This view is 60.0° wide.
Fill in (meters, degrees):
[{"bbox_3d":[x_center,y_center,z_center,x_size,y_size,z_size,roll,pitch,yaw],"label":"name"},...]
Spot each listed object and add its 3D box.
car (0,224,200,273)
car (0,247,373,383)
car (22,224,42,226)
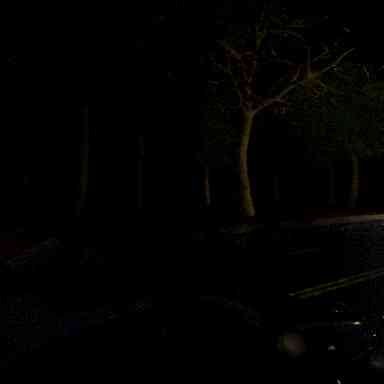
[{"bbox_3d":[-2.091,1.476,6.184,5.008,1.535,1.882,0,0,-35],"label":"car"},{"bbox_3d":[-0.497,1.546,3.084,5.357,1.411,2.033,0,0,-36],"label":"car"},{"bbox_3d":[-4.265,1.562,8.625,4.181,1.385,1.994,0,0,-35],"label":"car"}]
